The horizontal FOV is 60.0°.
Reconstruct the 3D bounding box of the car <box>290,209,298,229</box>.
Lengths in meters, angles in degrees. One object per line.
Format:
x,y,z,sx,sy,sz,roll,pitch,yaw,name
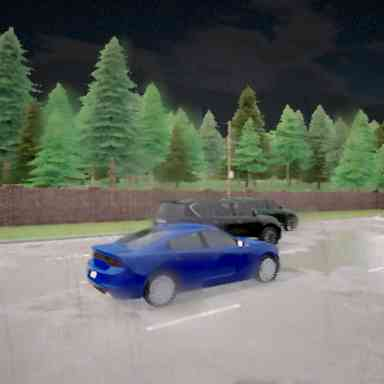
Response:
3.768,1.325,19.330,5.566,2.045,2.150,1,0,-36,car

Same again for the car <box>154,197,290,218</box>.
1.090,1.283,13.122,5.566,2.045,2.150,1,0,-35,car

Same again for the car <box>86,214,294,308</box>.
0.043,1.512,8.076,5.008,1.535,1.882,1,0,-35,car
